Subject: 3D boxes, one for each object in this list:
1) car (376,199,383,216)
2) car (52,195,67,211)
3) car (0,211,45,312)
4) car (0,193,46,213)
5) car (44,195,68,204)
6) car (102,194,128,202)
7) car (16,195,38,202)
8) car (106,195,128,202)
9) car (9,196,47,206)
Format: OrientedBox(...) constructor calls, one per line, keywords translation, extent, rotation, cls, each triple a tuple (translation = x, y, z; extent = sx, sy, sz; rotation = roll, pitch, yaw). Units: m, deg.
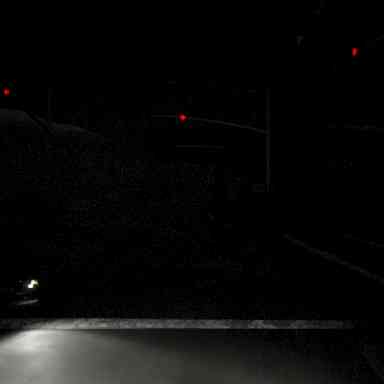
OrientedBox(translation=(17.197, 1.480, 32.953), extent=(2.242, 1.667, 4.611), rotation=(0, 0, -1), cls="car")
OrientedBox(translation=(-16.218, 1.361, 36.595), extent=(3.806, 1.475, 1.970), rotation=(0, 0, -1), cls="car")
OrientedBox(translation=(-4.703, 1.417, 7.357), extent=(2.033, 1.411, 5.357), rotation=(0, 1, -34), cls="car")
OrientedBox(translation=(-16.806, 1.077, 33.267), extent=(3.866, 1.878, 1.905), rotation=(0, 0, -1), cls="car")
OrientedBox(translation=(-24.097, 1.319, 58.953), extent=(3.633, 1.501, 1.845), rotation=(0, 0, -1), cls="car")
OrientedBox(translation=(-16.505, 1.330, 70.852), extent=(5.027, 1.636, 2.152), rotation=(0, 0, -1), cls="car")
OrientedBox(translation=(-35.171, 1.384, 70.870), extent=(3.806, 1.475, 1.970), rotation=(0, 0, -1), cls="car")
OrientedBox(translation=(-16.579, 1.339, 73.988), extent=(4.514, 1.523, 2.007), rotation=(0, 0, -1), cls="car")
OrientedBox(translation=(-24.071, 1.298, 48.960), extent=(4.514, 1.523, 2.007), rotation=(0, 0, -1), cls="car")
